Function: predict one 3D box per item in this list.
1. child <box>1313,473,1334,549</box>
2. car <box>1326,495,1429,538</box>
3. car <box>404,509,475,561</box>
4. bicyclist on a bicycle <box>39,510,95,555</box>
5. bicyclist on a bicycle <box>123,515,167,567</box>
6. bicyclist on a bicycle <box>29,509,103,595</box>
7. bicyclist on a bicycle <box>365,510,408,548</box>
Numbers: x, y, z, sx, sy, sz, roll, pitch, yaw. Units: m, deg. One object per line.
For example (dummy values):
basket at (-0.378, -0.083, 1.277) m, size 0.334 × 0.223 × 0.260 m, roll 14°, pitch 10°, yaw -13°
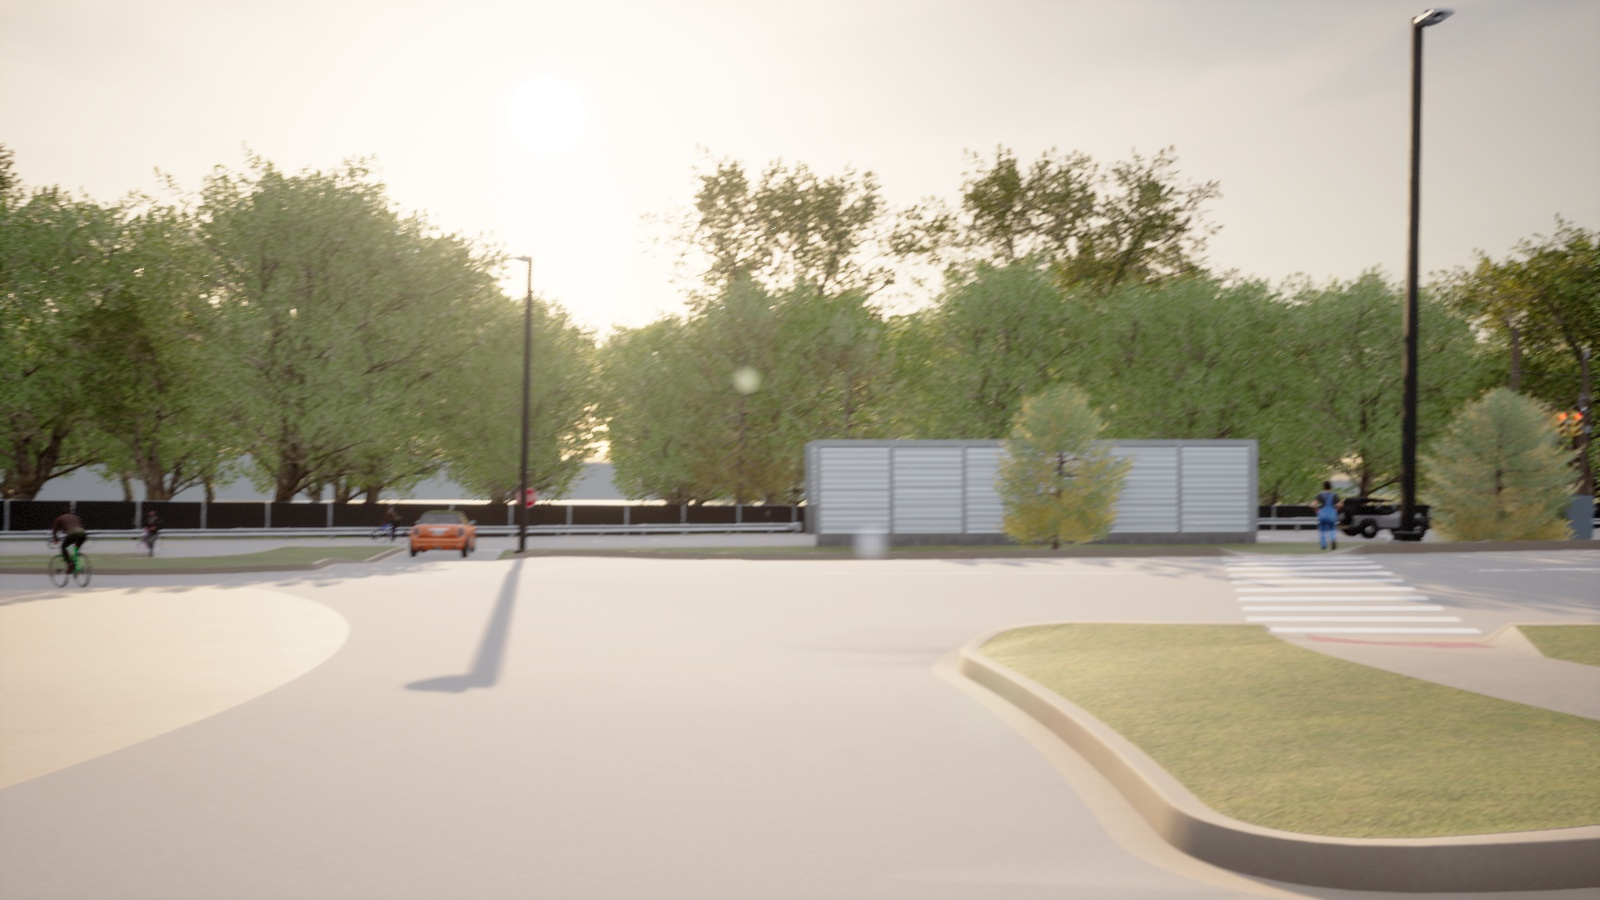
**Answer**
child at (8.805, 1.023, 21.115) m, size 0.270 × 1.263 × 0.437 m, roll 1°, pitch -1°, yaw 17°
car at (26.644, 3.055, 57.960) m, size 3.866 × 1.878 × 1.905 m, roll 0°, pitch 0°, yaw -5°
car at (-13.582, 3.183, 47.495) m, size 2.097 × 1.767 × 4.553 m, roll 1°, pitch -2°, yaw -10°
bicyclist on a bicycle at (-29.716, 3.327, 50.920) m, size 1.843 × 1.776 × 0.659 m, roll 0°, pitch 0°, yaw -8°
bicyclist on a bicycle at (-23.062, 3.172, 44.228) m, size 0.659 × 1.776 × 1.843 m, roll -1°, pitch -3°, yaw -3°
bicyclist on a bicycle at (-14.647, 2.040, 25.043) m, size 1.656 × 1.620 × 0.582 m, roll -5°, pitch -3°, yaw 36°
bicyclist on a bicycle at (-18.102, 3.449, 54.986) m, size 1.656 × 1.620 × 0.582 m, roll -1°, pitch 1°, yaw 9°
